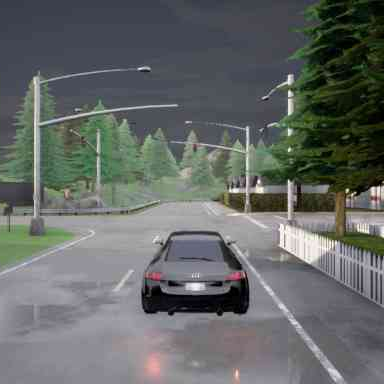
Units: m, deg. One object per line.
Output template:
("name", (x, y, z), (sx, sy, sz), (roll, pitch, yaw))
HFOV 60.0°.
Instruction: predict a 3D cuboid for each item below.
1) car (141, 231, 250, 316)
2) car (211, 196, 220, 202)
("car", (0.075, 1.564, 7.604), (1.994, 1.385, 4.181), (0, 0, 1))
("car", (6.702, 1.525, 72.823), (5.357, 1.411, 2.033), (0, 0, -22))
